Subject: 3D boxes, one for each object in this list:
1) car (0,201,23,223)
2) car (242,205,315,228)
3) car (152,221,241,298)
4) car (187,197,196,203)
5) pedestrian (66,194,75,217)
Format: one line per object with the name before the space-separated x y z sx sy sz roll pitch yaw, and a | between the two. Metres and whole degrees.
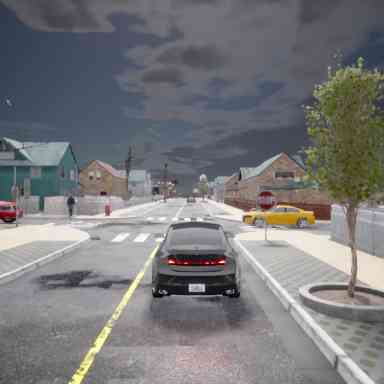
car | -13.622 0.941 20.748 5.566 2.045 2.150 1 -1 -1
car | 6.027 1.682 23.411 5.008 1.535 1.882 1 -1 -4
car | 0.081 1.510 8.513 1.837 1.490 4.892 0 0 0
car | -0.165 1.749 75.671 1.994 1.385 4.181 0 0 0
pedestrian | -9.687 1.047 26.608 0.375 1.860 0.375 0 -2 0
